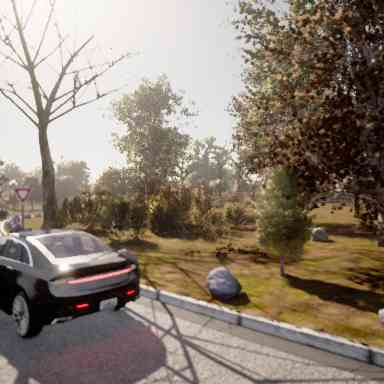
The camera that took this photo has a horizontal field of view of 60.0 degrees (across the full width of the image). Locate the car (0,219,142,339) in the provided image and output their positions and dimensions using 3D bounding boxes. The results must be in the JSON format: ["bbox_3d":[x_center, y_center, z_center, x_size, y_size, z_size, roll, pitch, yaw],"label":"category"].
[{"bbox_3d":[-3.066,1.508,6.715,4.902,1.511,2.128,0,0,42],"label":"car"}]

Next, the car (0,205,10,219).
[{"bbox_3d":[-19.673,1.937,32.850,2.097,1.767,4.553,-1,-1,-14],"label":"car"}]
